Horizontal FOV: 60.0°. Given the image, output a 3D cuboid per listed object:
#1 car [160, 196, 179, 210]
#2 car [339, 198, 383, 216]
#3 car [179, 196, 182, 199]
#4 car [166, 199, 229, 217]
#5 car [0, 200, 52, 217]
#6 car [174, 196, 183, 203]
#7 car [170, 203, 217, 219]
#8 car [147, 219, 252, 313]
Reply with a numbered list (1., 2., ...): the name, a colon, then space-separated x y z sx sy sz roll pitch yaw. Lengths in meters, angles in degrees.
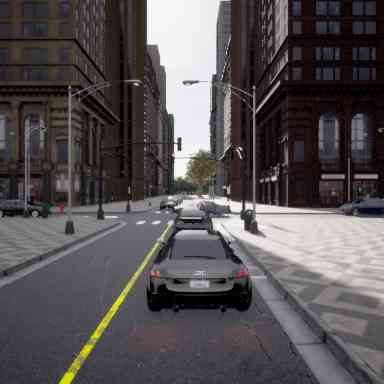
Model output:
1. car: -3.078 1.547 43.129 2.033 1.411 5.357 0 0 0
2. car: 16.692 1.406 32.114 4.553 1.767 2.097 0 0 0
3. car: -3.075 1.494 52.890 2.128 1.511 4.902 0 0 0
4. car: 0.765 1.549 29.761 5.357 1.411 2.033 0 0 -32
5. car: -14.739 1.454 28.924 4.892 1.490 1.837 0 0 -1
6. car: -2.978 1.550 73.538 1.812 1.442 4.674 0 0 0
7. car: 0.066 1.505 16.672 1.837 1.490 4.892 0 0 0
8. car: 0.110 1.564 7.764 1.994 1.385 4.181 0 0 -1
